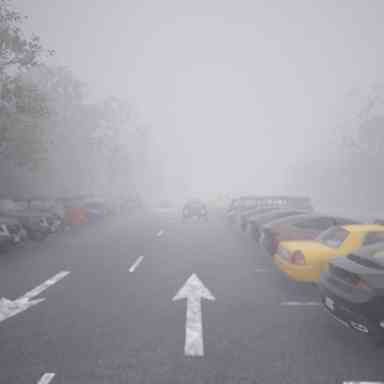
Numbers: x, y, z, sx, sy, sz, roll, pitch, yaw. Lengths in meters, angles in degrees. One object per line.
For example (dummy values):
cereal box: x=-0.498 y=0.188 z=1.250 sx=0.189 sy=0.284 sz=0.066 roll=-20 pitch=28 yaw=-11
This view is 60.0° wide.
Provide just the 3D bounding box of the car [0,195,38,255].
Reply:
car: x=-8.464 y=1.183 z=10.860 sx=5.566 sy=2.045 sz=2.435 roll=0 pitch=0 yaw=0

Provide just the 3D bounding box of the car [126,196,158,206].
car: x=-8.271 y=1.478 z=55.049 sx=5.008 sy=1.535 sz=2.097 roll=0 pitch=0 yaw=0

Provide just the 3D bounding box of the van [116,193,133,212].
van: x=-8.501 y=1.155 z=32.890 sx=4.442 sy=1.987 sz=1.878 roll=0 pitch=0 yaw=0

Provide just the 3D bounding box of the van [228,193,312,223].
van: x=4.511 y=1.171 z=19.034 sx=4.442 sy=1.987 sz=1.878 roll=0 pitch=0 yaw=0

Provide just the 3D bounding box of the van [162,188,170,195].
van: x=-8.280 y=0.591 z=82.141 sx=4.442 sy=1.987 sz=1.878 roll=1 pitch=0 yaw=0

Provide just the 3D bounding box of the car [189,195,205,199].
car: x=0.300 y=1.443 z=42.086 sx=1.837 sy=1.490 sz=4.892 roll=0 pitch=0 yaw=0

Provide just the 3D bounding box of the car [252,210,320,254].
car: x=4.616 y=1.461 z=10.706 sx=4.792 sy=1.488 sz=2.163 roll=0 pitch=0 yaw=0

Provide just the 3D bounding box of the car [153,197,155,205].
car: x=-8.273 y=1.483 z=49.632 sx=4.792 sy=1.488 sz=2.163 roll=0 pitch=0 yaw=0

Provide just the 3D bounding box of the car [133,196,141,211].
car: x=-8.342 y=1.421 z=35.783 sx=4.792 sy=1.488 sz=2.163 roll=0 pitch=0 yaw=0

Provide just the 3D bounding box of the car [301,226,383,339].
car: x=4.553 y=1.456 z=5.154 sx=4.892 sy=1.521 sz=2.231 roll=0 pitch=0 yaw=0

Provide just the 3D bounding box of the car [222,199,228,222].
car: x=4.612 y=1.414 z=21.811 sx=4.792 sy=1.488 sz=2.163 roll=0 pitch=0 yaw=0

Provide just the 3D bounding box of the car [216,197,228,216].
car: x=4.674 y=1.371 z=27.363 sx=4.892 sy=1.521 sz=2.231 roll=0 pitch=0 yaw=0

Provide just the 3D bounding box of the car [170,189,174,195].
car: x=-8.528 y=0.754 z=93.306 sx=5.366 sy=1.575 sz=1.946 roll=0 pitch=1 yaw=0

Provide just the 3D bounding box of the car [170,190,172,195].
car: x=-8.378 y=0.838 z=87.601 sx=4.674 sy=1.452 sz=2.002 roll=0 pitch=0 yaw=0

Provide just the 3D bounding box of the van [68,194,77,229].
van: x=-8.348 y=1.185 z=16.399 sx=4.442 sy=1.987 sz=1.878 roll=0 pitch=0 yaw=0

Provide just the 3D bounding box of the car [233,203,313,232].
car: x=4.643 y=1.438 z=16.258 sx=4.792 sy=1.488 sz=2.163 roll=0 pitch=0 yaw=0

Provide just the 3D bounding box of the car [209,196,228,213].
car: x=4.497 y=1.368 z=30.132 sx=5.366 sy=1.575 sz=1.946 roll=0 pitch=0 yaw=0

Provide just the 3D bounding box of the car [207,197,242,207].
car: x=4.772 y=1.450 z=49.561 sx=5.008 sy=1.535 sz=2.097 roll=0 pitch=0 yaw=0

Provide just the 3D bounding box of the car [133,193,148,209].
car: x=-8.385 y=1.152 z=38.554 sx=5.566 sy=2.045 sz=2.435 roll=0 pitch=0 yaw=0

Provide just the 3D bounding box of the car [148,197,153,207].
car: x=-8.313 y=1.481 z=46.862 sx=4.674 sy=1.452 sz=2.002 roll=0 pitch=0 yaw=0

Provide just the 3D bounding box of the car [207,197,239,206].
car: x=4.820 y=1.492 z=52.337 sx=4.792 sy=1.488 sz=2.163 roll=0 pitch=0 yaw=0

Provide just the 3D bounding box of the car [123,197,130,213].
car: x=-8.427 y=1.404 z=30.118 sx=4.792 sy=1.488 sz=2.163 roll=0 pitch=0 yaw=0

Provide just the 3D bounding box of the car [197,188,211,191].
car: x=4.709 y=0.502 z=93.291 sx=5.566 sy=2.045 sz=2.435 roll=0 pitch=1 yaw=0

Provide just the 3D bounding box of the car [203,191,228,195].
car: x=4.735 y=1.186 z=46.787 sx=5.566 sy=2.045 sz=2.435 roll=0 pitch=0 yaw=0

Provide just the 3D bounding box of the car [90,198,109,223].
car: x=-8.443 y=1.388 z=21.941 sx=5.008 sy=1.535 sz=2.097 roll=0 pitch=0 yaw=0

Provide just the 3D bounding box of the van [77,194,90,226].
van: x=-8.568 y=1.174 z=19.171 sx=4.442 sy=1.987 sz=1.878 roll=0 pitch=0 yaw=0

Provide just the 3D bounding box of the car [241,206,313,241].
car: x=4.630 y=1.449 z=13.482 sx=4.792 sy=1.488 sz=2.163 roll=0 pitch=0 yaw=0

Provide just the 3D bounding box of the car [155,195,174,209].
car: x=-3.374 y=1.511 z=43.979 sx=1.994 sy=1.385 sz=4.181 roll=0 pitch=0 yaw=0

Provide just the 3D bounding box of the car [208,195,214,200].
car: x=4.908 y=1.397 z=38.456 sx=5.366 sy=1.575 sz=1.946 roll=0 pitch=0 yaw=0

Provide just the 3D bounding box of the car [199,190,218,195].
car: x=4.703 y=0.841 z=82.151 sx=4.792 sy=1.488 sz=2.163 roll=0 pitch=0 yaw=0

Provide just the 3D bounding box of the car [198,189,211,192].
car: x=4.674 y=0.669 z=87.720 sx=4.553 sy=1.767 sz=2.185 roll=0 pitch=0 yaw=0

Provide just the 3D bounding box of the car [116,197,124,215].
car: x=-8.440 y=1.403 z=27.479 sx=4.792 sy=1.488 sz=2.163 roll=0 pitch=0 yaw=0

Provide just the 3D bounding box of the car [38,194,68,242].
car: x=-8.451 y=1.171 z=13.630 sx=5.566 sy=2.045 sz=2.435 roll=0 pitch=0 yaw=0

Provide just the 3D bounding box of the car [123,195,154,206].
car: x=-8.321 y=1.340 z=52.278 sx=4.553 sy=1.767 sz=2.185 roll=0 pitch=0 yaw=0

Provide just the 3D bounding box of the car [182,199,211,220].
car: x=0.225 y=1.493 z=26.478 sx=1.895 sy=1.301 sz=4.718 roll=0 pitch=0 yaw=0

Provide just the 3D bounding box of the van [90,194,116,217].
van: x=-8.316 y=1.153 z=24.726 sx=4.442 sy=1.987 sz=1.878 roll=0 pitch=0 yaw=0

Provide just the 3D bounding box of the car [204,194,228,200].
car: x=4.565 y=1.422 z=44.010 sx=5.366 sy=1.575 sz=1.946 roll=0 pitch=0 yaw=0

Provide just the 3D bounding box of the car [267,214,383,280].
car: x=4.759 y=1.440 z=7.929 sx=5.366 sy=1.575 sz=1.946 roll=0 pitch=0 yaw=0
